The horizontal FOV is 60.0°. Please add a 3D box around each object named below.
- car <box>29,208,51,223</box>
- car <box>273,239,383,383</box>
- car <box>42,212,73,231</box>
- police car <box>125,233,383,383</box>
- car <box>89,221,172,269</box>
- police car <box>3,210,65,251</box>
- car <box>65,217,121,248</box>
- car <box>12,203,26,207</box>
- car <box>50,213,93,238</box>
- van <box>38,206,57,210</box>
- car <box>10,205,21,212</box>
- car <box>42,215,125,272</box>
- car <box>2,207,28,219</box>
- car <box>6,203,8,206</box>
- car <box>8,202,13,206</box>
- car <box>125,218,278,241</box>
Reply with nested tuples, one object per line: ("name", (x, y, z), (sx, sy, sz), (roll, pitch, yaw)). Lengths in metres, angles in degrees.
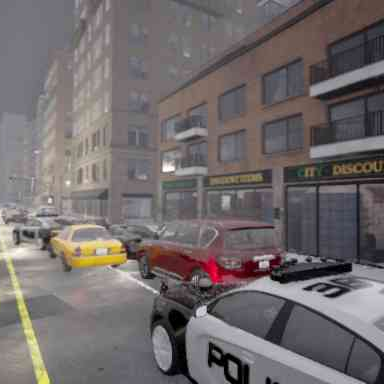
("car", (-17.431, 2.640, 38.053), (1.752, 1.417, 4.829), (2, -2, -31))
("car", (3.160, 1.598, 3.944), (1.967, 1.590, 4.097), (1, -2, -31))
("car", (-11.485, 2.428, 28.200), (1.802, 1.307, 4.206), (2, -2, -31))
("police car", (1.179, 1.559, 3.608), (1.930, 1.638, 5.238), (2, -2, -32))
("car", (-2.698, 2.000, 13.644), (1.947, 1.339, 4.313), (1, -2, -31))
("police car", (-7.495, 1.935, 16.965), (5.238, 1.638, 1.930), (-1, -2, 42))
("car", (-5.627, 2.138, 18.496), (1.947, 1.339, 4.313), (1, -2, -31))
("car", (-31.392, 3.184, 61.186), (1.967, 1.590, 4.097), (2, -2, -31))
("car", (-8.556, 2.261, 23.348), (2.008, 1.369, 4.403), (1, -2, -31))
("van", (-14.413, 2.320, 33.061), (1.690, 1.788, 3.998), (2, -2, -31))
("car", (-40.049, 3.692, 75.523), (1.947, 1.339, 4.313), (2, -2, -31))
("car", (-4.045, 1.835, 12.242), (1.801, 1.575, 5.366), (2, -2, -31))
("car", (-17.117, 2.464, 32.383), (1.812, 1.442, 4.674), (1, -2, -31))
("car", (-42.934, 3.800, 80.305), (2.008, 1.369, 4.403), (2, -2, -31))
("car", (-37.162, 3.315, 70.751), (2.192, 1.841, 5.009), (2, -2, -31))
("car", (0.232, 1.611, 8.799), (2.192, 1.841, 5.009), (1, -2, -31))
